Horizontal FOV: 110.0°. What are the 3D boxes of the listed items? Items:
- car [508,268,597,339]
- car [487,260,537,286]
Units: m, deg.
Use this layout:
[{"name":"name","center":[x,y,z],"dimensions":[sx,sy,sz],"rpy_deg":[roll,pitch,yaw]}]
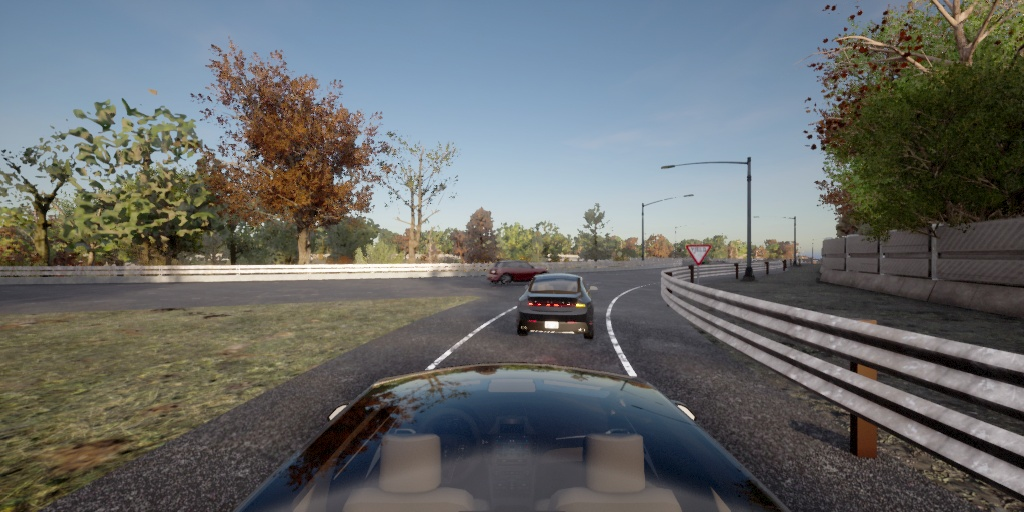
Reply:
[{"name":"car","center":[1.341,1.255,10.182],"dimensions":[1.837,1.490,4.892],"rpy_deg":[0,0,11]},{"name":"car","center":[0.570,1.101,25.631],"dimensions":[4.553,1.767,2.097],"rpy_deg":[0,0,-29]}]
